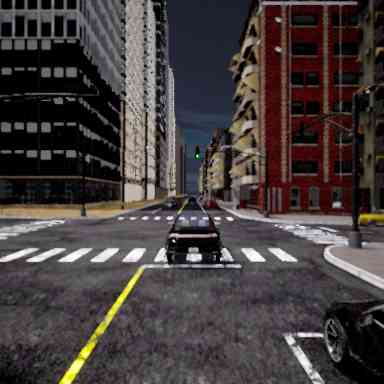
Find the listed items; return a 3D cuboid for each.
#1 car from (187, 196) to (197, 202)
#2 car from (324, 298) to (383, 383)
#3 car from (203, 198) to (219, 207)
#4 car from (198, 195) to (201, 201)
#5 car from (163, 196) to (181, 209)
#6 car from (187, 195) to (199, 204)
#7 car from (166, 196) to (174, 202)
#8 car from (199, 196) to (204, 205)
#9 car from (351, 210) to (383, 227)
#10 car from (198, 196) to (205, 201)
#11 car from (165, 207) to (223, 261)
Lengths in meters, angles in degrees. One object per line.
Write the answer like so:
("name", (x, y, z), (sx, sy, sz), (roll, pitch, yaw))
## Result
("car", (0.023, 1.600, 77.482), (2.128, 1.511, 4.902), (0, 0, 0))
("car", (2.692, 1.574, 2.856), (1.947, 1.339, 4.313), (0, 0, 0))
("car", (2.754, 1.714, 44.879), (1.802, 1.307, 4.206), (0, 0, 0))
("car", (2.709, 1.744, 63.445), (2.008, 1.369, 4.403), (0, 0, 0))
("car", (-3.072, 1.635, 48.557), (2.128, 1.511, 4.902), (0, 0, 0))
("car", (0.019, 1.708, 67.064), (1.837, 1.490, 4.892), (0, 0, 0))
("car", (-5.665, 1.824, 86.041), (2.008, 1.369, 4.403), (0, 0, 0))
("car", (2.707, 1.725, 57.797), (2.008, 1.369, 4.403), (0, 0, 0))
("car", (14.650, 1.902, 25.192), (4.829, 1.417, 1.752), (1, -1, 0))
("car", (2.717, 1.876, 91.688), (1.802, 1.307, 4.206), (0, 0, 0))
("car", (0.069, 1.527, 12.375), (2.128, 1.511, 4.902), (0, 0, 0))
